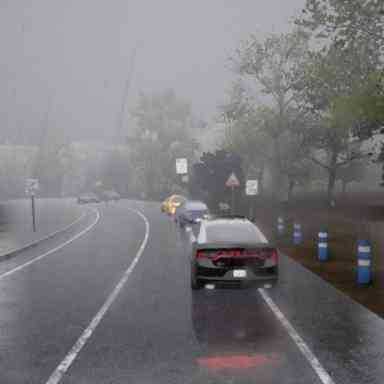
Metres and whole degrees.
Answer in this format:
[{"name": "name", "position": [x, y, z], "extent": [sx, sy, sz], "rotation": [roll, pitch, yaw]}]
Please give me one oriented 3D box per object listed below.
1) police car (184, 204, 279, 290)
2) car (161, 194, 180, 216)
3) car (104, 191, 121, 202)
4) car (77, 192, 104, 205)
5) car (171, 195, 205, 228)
[{"name": "police car", "position": [0.865, 1.365, 9.147], "extent": [1.930, 1.638, 5.238], "rotation": [0, 1, -2]}, {"name": "car", "position": [-1.220, 0.924, 25.653], "extent": [1.801, 1.575, 5.366], "rotation": [-2, 2, -14]}, {"name": "car", "position": [-11.741, 0.587, 46.401], "extent": [2.033, 1.411, 5.357], "rotation": [-5, 3, -35]}, {"name": "car", "position": [-13.060, 0.855, 41.900], "extent": [1.994, 1.385, 4.181], "rotation": [-4, 3, -32]}, {"name": "car", "position": [0.035, 1.192, 19.322], "extent": [1.812, 1.442, 4.674], "rotation": [-1, 2, -8]}]
